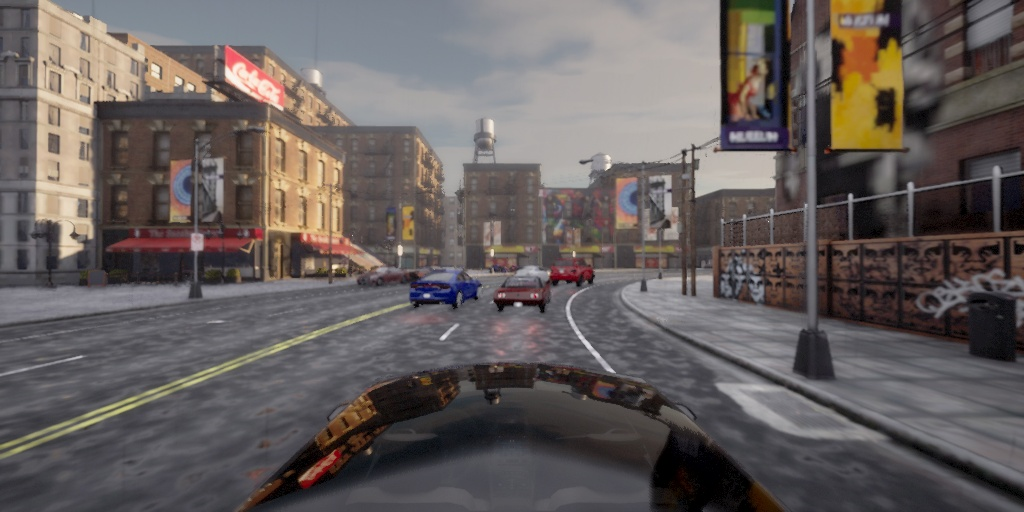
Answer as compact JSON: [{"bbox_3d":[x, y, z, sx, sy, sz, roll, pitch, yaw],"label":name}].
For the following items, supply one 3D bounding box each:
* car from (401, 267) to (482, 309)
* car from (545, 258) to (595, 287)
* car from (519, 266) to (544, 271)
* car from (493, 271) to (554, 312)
[{"bbox_3d":[-2.776,1.362,16.005,1.882,1.535,5.008,0,0,10],"label":"car"},{"bbox_3d":[4.734,1.210,27.667,2.150,2.045,5.566,0,0,27],"label":"car"},{"bbox_3d":[1.791,1.537,29.551,1.812,1.442,4.674,0,0,28],"label":"car"},{"bbox_3d":[0.595,1.476,15.079,1.895,1.301,4.718,0,-1,10],"label":"car"}]
